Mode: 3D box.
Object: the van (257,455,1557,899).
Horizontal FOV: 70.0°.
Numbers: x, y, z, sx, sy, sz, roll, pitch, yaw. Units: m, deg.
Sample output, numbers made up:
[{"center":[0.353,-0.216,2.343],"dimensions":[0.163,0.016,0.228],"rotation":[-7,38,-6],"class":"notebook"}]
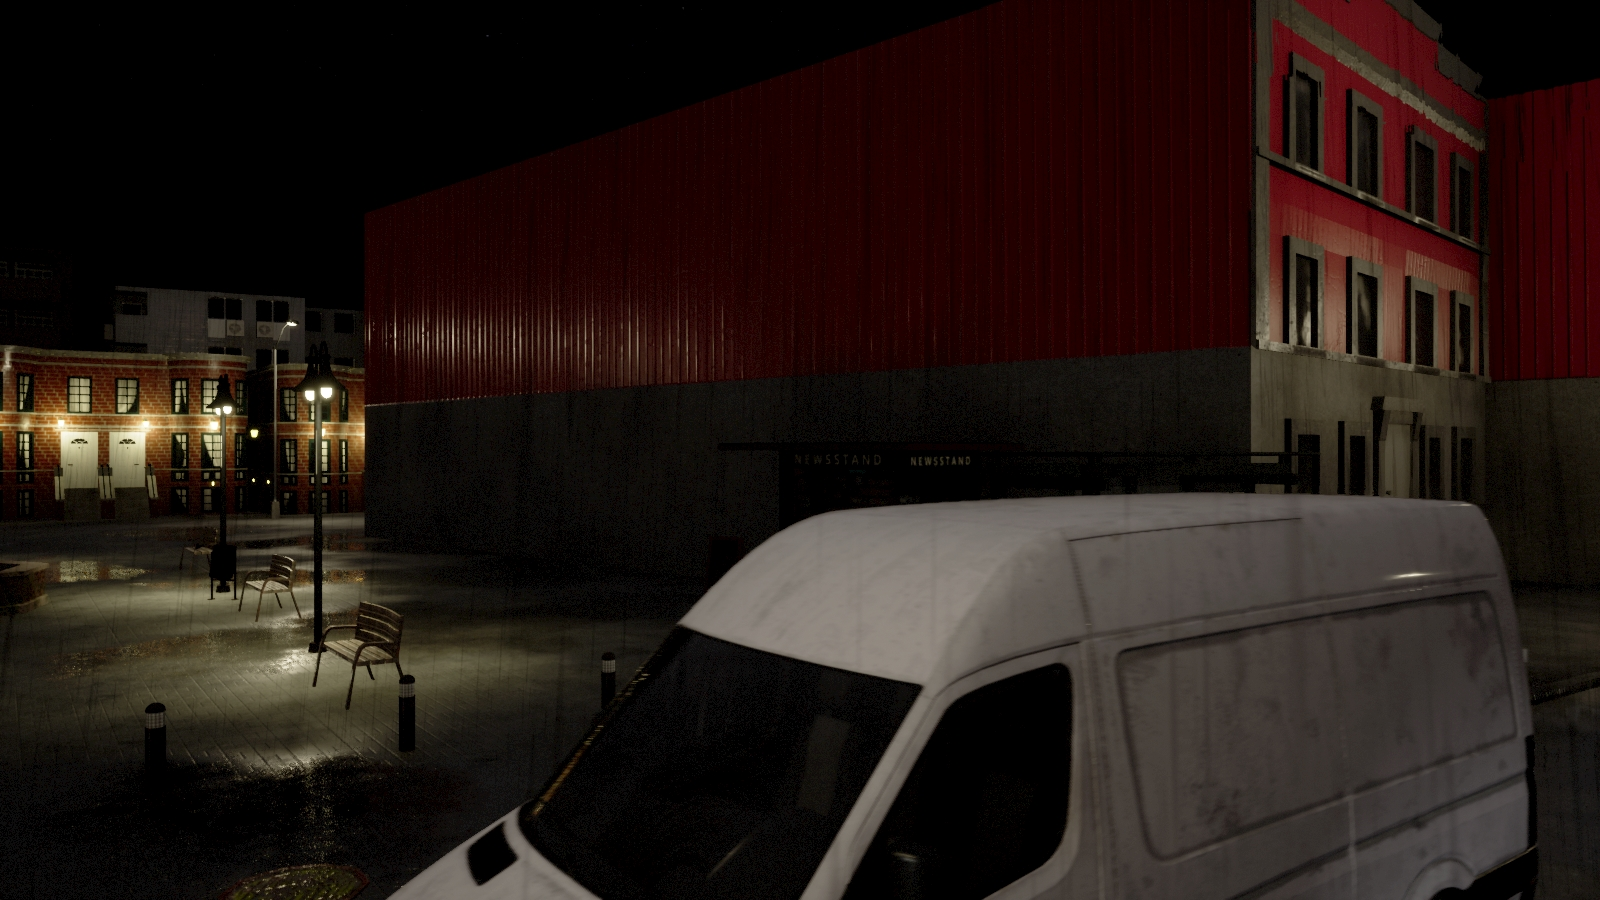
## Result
[{"center":[0.985,1.314,5.111],"dimensions":[5.915,2.561,1.988],"rotation":[0,0,-35],"class":"van"}]
